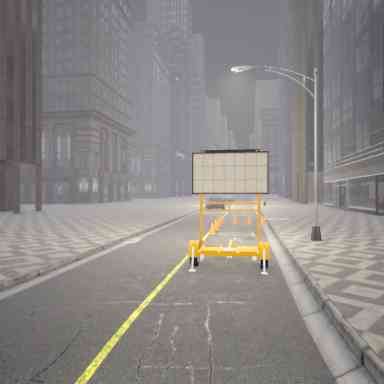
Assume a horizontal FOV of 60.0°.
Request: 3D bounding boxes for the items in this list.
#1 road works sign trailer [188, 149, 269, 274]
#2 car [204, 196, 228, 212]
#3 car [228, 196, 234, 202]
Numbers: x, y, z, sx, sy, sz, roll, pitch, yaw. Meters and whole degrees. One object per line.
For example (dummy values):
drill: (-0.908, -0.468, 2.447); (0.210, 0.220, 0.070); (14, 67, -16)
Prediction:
road works sign trailer: (1.215, 0.459, 10.625); (2.380, 3.560, 2.880); (0, 0, 9)
car: (2.706, 1.297, 38.831); (2.097, 1.767, 4.553); (0, 0, 9)
car: (7.238, 1.426, 65.814); (1.994, 1.385, 4.181); (0, 0, 9)
